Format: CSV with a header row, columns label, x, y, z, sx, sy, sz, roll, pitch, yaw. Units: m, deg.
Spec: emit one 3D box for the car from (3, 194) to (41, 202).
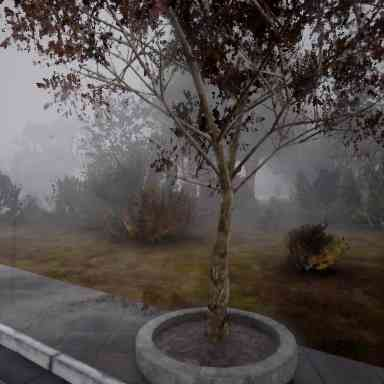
label,x,y,z,sx,sy,sz,roll,pitch,yaw
car,-22.298,1.023,43.721,2.097,1.767,4.553,1,0,33
